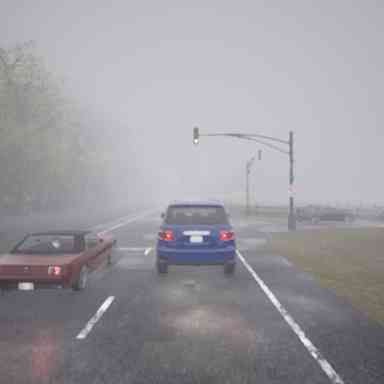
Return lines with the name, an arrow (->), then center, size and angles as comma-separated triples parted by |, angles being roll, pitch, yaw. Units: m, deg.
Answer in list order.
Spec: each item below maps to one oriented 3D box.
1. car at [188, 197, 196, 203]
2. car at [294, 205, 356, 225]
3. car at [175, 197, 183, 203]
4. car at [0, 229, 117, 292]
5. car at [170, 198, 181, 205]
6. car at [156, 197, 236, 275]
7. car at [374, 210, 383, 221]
car -> -0.032, 2.137, 89.424 | 2.033, 1.411, 5.357 | 0, 0, 0
car -> 10.558, 1.771, 26.412 | 4.902, 1.511, 2.128 | 1, -2, -10
car -> -3.532, 2.133, 91.177 | 2.128, 1.511, 4.902 | 0, 0, 0
car -> -3.402, 1.665, 9.057 | 1.895, 1.301, 4.718 | 0, 0, 0
car -> -3.425, 1.956, 69.209 | 2.128, 1.511, 4.902 | 0, -1, 0
car -> 0.112, 1.296, 10.885 | 2.150, 2.045, 5.566 | 0, -1, 0
car -> 19.343, 1.979, 30.472 | 4.892, 1.490, 1.837 | 1, -1, 0
